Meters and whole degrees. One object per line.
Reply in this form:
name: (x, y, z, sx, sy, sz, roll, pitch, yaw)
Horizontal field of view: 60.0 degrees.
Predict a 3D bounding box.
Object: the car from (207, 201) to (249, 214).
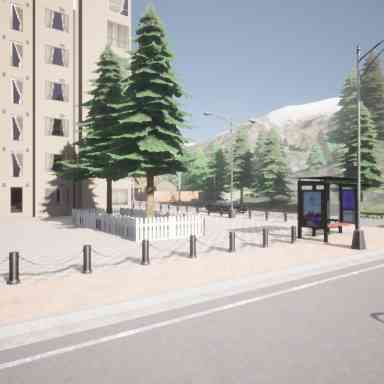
car: (3.683, 1.616, 34.763, 1.895, 1.301, 4.718, 0, 0, -35)
